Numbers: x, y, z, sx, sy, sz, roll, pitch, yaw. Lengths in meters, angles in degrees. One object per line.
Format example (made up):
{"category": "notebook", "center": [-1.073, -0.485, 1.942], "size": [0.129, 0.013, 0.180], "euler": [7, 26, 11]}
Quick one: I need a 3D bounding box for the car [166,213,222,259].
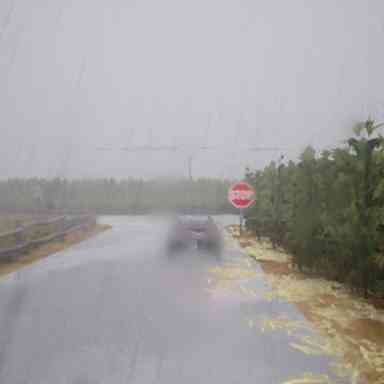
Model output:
{"category": "car", "center": [0.081, 1.546, 12.791], "size": [2.128, 1.511, 4.902], "euler": [0, 0, 1]}
